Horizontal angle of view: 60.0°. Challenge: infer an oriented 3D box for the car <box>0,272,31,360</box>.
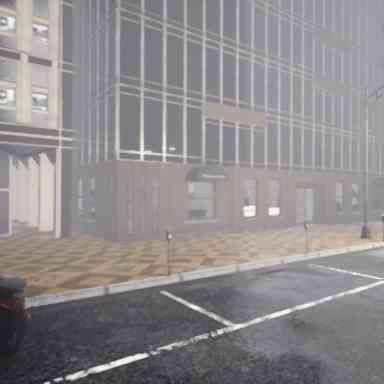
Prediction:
[{"bbox_3d":[-4.124,1.551,3.622,4.313,1.339,1.947,1,-1,-36],"label":"car"}]
